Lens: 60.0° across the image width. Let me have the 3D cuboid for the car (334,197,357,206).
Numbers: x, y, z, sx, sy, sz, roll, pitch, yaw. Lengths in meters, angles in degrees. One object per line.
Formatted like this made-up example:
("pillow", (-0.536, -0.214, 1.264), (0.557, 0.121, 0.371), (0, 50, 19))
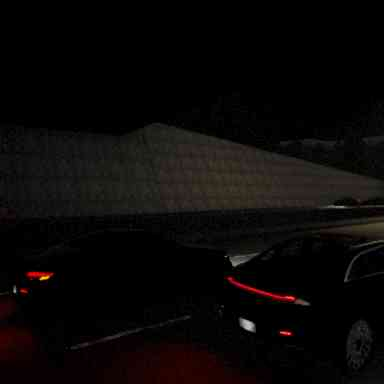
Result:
("car", (23.482, 1.467, 50.645), (4.181, 1.385, 1.994), (0, 0, -35))

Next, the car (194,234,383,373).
("car", (2.677, 1.480, 5.645), (4.902, 1.511, 2.128), (0, 0, -35))

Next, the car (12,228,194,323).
("car", (-1.225, 1.520, 7.166), (4.674, 1.442, 1.812), (0, 0, -35))

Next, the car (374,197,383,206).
("car", (27.108, 1.396, 44.642), (4.902, 1.511, 2.128), (0, 0, -35))

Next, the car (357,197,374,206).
("car", (26.945, 1.447, 48.790), (5.357, 1.411, 2.033), (0, 0, -35))
